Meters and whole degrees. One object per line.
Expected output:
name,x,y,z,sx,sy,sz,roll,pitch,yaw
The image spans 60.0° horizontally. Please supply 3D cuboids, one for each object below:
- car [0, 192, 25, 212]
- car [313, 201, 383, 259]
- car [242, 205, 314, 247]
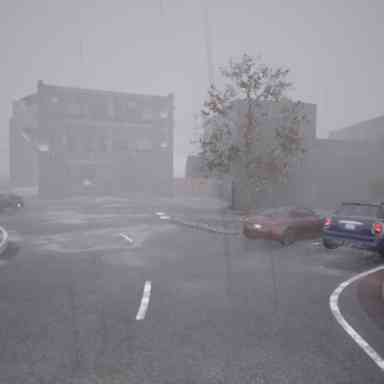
car,-15.462,0.742,25.881,4.892,1.490,1.837,0,0,15
car,6.543,1.102,11.377,4.553,1.767,2.097,1,1,-36
car,3.999,1.225,13.301,4.181,1.385,1.994,0,1,-37
